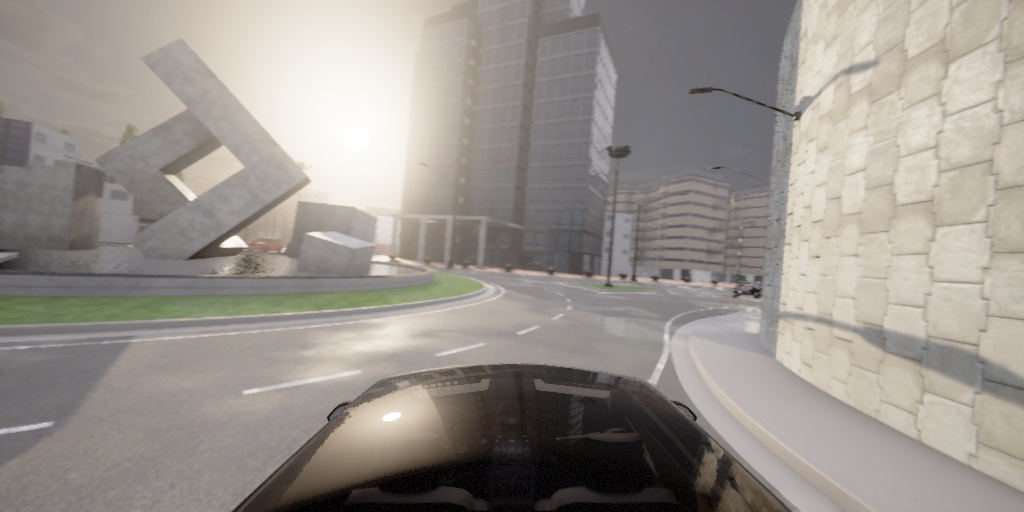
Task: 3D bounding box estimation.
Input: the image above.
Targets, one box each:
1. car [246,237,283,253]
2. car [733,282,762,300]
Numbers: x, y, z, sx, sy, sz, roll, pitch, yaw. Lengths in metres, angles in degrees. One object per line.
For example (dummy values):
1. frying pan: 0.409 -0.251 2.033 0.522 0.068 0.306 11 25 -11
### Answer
1. car: -32.527 -1.430 47.341 2.150 2.045 5.566 5 0 -6
2. car: 22.287 3.149 32.568 4.902 1.511 2.128 5 0 -24
